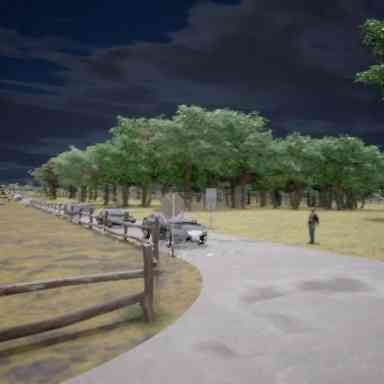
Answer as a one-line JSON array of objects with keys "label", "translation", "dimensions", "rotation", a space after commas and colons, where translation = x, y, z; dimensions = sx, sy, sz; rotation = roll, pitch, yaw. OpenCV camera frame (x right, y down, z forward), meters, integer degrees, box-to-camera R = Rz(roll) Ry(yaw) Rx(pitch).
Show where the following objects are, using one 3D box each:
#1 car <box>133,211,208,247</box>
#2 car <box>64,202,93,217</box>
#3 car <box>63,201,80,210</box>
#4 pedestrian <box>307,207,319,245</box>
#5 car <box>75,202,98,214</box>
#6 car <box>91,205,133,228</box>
[{"label": "car", "translation": [-0.979, 1.728, 16.534], "dimensions": [2.128, 1.511, 4.902], "rotation": [2, -2, -28]}, {"label": "car", "translation": [-13.132, 2.049, 38.292], "dimensions": [1.837, 1.490, 4.892], "rotation": [2, -1, -29]}, {"label": "car", "translation": [-21.580, 2.438, 59.309], "dimensions": [2.033, 1.411, 5.357], "rotation": [2, -2, -28]}, {"label": "pedestrian", "translation": [5.949, 1.649, 16.478], "dimensions": [0.375, 1.860, 0.375], "rotation": [2, -2, -29]}, {"label": "car", "translation": [-15.329, 2.250, 48.193], "dimensions": [2.128, 1.511, 4.902], "rotation": [2, -2, -29]}, {"label": "car", "translation": [-5.862, 1.908, 25.305], "dimensions": [2.033, 1.411, 5.357], "rotation": [2, -2, -29]}]
